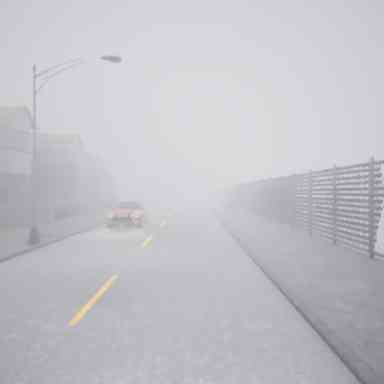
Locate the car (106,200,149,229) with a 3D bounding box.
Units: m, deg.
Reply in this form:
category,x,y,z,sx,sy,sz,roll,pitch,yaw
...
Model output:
category,x,y,z,sx,sy,sz,roll,pitch,yaw
car,-4.096,1.351,21.694,2.097,1.767,4.553,0,0,0
